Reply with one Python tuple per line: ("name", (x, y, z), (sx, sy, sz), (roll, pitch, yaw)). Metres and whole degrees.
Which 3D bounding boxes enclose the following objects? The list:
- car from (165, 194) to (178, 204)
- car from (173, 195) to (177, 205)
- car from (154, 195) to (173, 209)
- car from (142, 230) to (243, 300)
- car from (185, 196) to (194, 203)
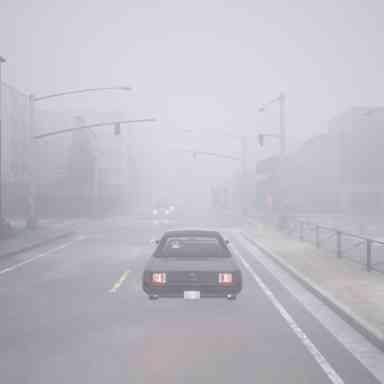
("car", (-3.989, 1.352, 65.148), (2.097, 1.767, 4.553), (0, 0, 0))
("car", (-3.963, 1.601, 54.349), (1.895, 1.301, 4.718), (0, 0, 0))
("car", (-3.903, 1.505, 44.338), (1.837, 1.490, 4.892), (0, 0, 0))
("car", (0.009, 1.601, 8.329), (1.895, 1.301, 4.718), (0, 0, 0))
("car", (-0.458, 1.492, 66.611), (2.128, 1.511, 4.902), (0, 0, 0))
